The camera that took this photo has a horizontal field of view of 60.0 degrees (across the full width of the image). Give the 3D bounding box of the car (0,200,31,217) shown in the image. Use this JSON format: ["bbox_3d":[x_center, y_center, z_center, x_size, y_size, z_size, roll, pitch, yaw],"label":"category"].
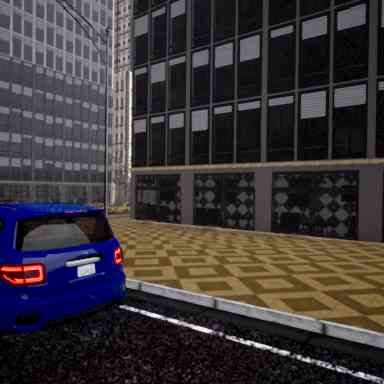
[{"bbox_3d":[-18.861,1.613,32.916,1.837,1.490,4.892,1,1,36],"label":"car"}]

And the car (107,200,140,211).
[{"bbox_3d":[-9.334,1.814,45.814,1.994,1.385,4.181,1,0,36],"label":"car"}]

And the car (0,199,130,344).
[{"bbox_3d":[-3.716,1.218,6.333,5.566,2.045,2.150,0,0,35],"label":"car"}]

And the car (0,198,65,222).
[{"bbox_3d":[-14.162,1.518,29.541,2.192,1.841,5.009,1,0,36],"label":"car"}]

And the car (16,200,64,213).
[{"bbox_3d":[-17.660,1.642,38.916,1.752,1.417,4.829,1,0,36],"label":"car"}]
